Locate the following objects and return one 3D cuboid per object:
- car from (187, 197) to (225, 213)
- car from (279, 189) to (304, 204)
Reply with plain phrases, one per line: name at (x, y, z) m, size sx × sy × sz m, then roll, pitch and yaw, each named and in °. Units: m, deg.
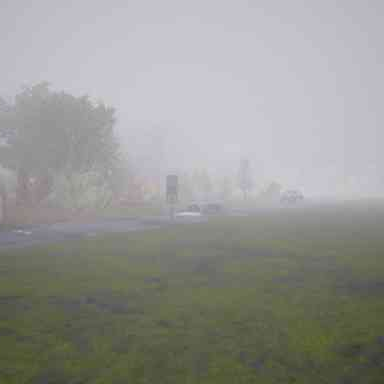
car at (1.353, 1.175, 31.233) m, size 1.994 × 1.385 × 4.181 m, roll 1°, pitch 1°, yaw 37°
car at (14.765, 0.627, 49.144) m, size 2.150 × 2.045 × 5.566 m, roll 1°, pitch 1°, yaw 37°
